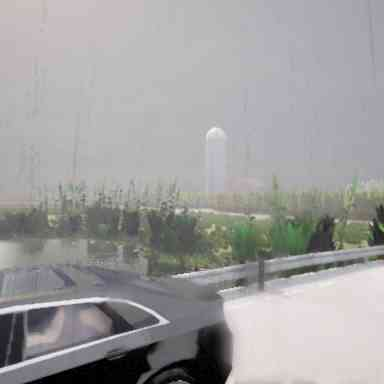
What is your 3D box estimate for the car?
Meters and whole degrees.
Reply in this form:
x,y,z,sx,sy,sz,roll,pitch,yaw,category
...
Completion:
x,y,z,sx,sy,sz,roll,pitch,yaw,category
-1.833,1.491,2.701,4.902,1.511,2.128,0,0,-35,car
